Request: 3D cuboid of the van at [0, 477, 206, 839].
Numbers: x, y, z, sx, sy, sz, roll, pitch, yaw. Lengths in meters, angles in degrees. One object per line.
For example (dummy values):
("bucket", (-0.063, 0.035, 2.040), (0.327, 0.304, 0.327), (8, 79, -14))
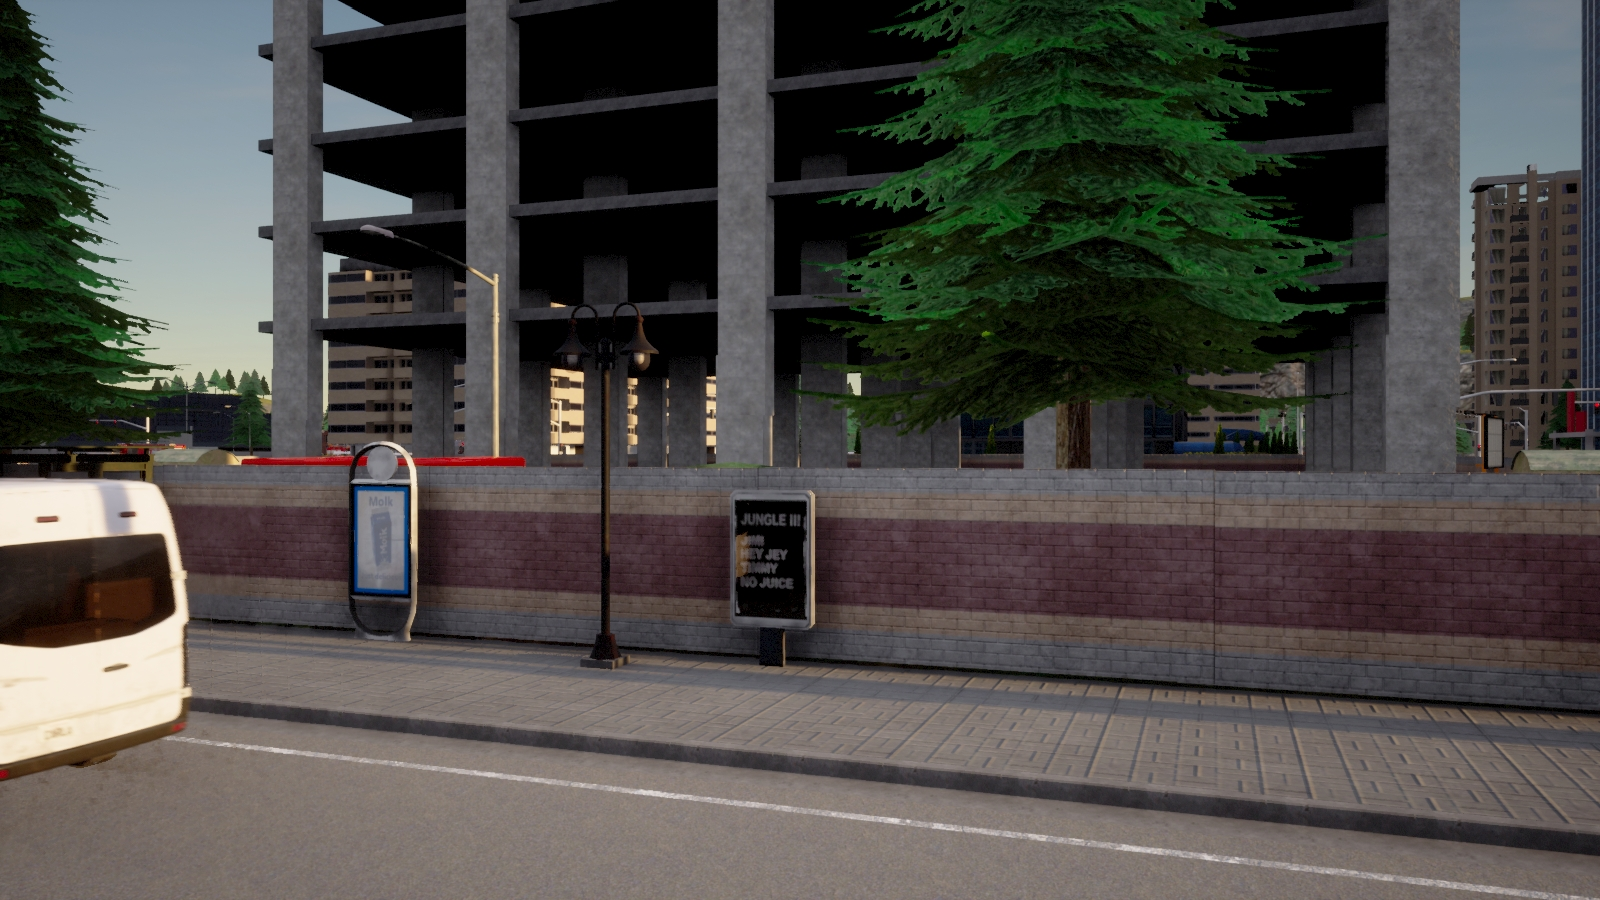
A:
("van", (-8.294, 1.535, 10.041), (5.915, 2.561, 1.988), (0, 0, 20))
